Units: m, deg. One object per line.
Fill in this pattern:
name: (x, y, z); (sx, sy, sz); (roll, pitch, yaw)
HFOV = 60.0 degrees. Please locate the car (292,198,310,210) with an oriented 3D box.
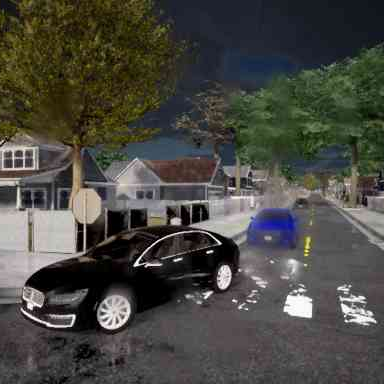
car: (13.897, 1.520, 42.216); (1.837, 1.490, 4.892); (0, -1, 20)

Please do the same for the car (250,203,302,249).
car: (3.755, 1.478, 14.954); (1.882, 1.535, 5.008); (0, 0, 20)

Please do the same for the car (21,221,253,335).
car: (-0.881, 1.507, 6.946); (1.837, 1.490, 4.892); (0, 0, 42)
